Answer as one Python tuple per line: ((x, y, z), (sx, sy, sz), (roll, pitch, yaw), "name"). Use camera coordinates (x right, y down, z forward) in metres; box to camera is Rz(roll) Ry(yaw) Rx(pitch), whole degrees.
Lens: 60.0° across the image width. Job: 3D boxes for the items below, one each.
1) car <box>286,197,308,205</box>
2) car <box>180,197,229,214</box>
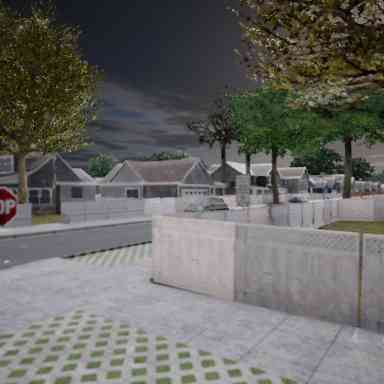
((14.089, 1.340, 44.317), (1.994, 1.385, 4.181), (0, 0, 36), "car")
((1.037, 1.232, 26.119), (2.097, 1.767, 4.553), (0, 0, 35), "car")
